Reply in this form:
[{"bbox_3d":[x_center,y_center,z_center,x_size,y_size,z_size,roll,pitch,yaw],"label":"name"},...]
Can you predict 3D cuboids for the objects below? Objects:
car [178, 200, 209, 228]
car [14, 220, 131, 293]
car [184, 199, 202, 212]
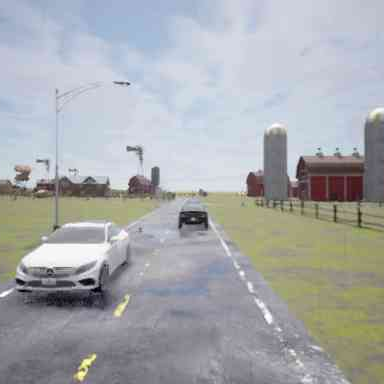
[{"bbox_3d":[0.090,1.481,22.450,1.882,1.535,5.008,0,0,0],"label":"car"},{"bbox_3d":[-2.846,1.527,8.964,1.812,1.442,4.674,0,0,0],"label":"car"},{"bbox_3d":[0.096,1.573,39.279,1.994,1.385,4.181,0,0,0],"label":"car"}]
